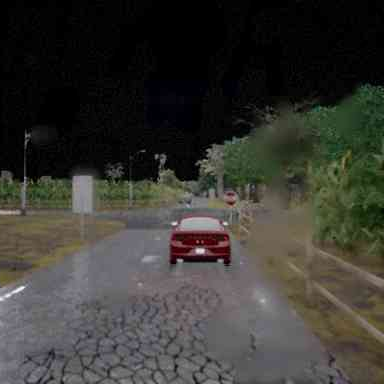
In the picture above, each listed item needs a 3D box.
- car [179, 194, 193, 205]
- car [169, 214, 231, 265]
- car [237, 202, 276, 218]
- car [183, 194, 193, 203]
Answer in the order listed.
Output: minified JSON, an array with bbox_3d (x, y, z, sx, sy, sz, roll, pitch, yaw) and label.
[{"bbox_3d":[-1.394,1.440,66.561,2.150,2.045,5.566,0,0,2],"label":"car"},{"bbox_3d":[0.281,1.515,11.831,1.882,1.535,5.008,0,0,1],"label":"car"},{"bbox_3d":[6.219,1.677,31.365,4.181,1.385,1.994,2,-2,-37],"label":"car"},{"bbox_3d":[-1.002,1.504,82.407,2.150,2.045,5.566,0,0,1],"label":"car"}]
